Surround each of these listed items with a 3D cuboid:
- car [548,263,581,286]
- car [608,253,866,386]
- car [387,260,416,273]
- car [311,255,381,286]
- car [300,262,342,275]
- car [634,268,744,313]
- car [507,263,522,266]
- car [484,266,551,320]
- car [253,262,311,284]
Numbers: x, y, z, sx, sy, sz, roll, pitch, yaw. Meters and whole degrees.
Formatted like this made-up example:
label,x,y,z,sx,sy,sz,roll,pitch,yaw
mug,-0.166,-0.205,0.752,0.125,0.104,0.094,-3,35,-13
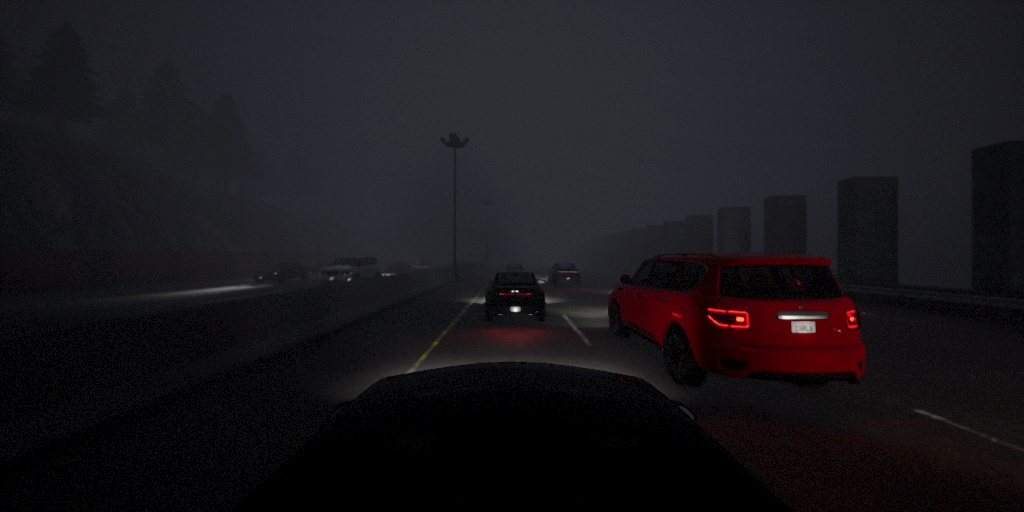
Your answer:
label,x,y,z,sx,sy,sz,roll,pitch,yaw
car,3.652,1.245,25.530,2.128,1.511,4.902,0,0,1
car,3.601,0.972,7.114,2.150,2.045,5.566,0,0,0
car,-13.668,1.319,43.670,1.994,1.385,4.181,0,0,2
car,-10.573,0.976,23.819,2.150,2.045,5.566,0,0,0
car,-20.781,1.355,39.260,1.895,1.301,4.718,0,0,1
car,7.099,1.299,15.209,2.033,1.411,5.357,0,0,0
car,0.241,1.318,30.890,1.994,1.385,4.181,0,0,1
car,0.093,1.256,12.555,1.837,1.490,4.892,0,0,0
car,-17.518,1.244,27.505,2.128,1.511,4.902,0,0,1
